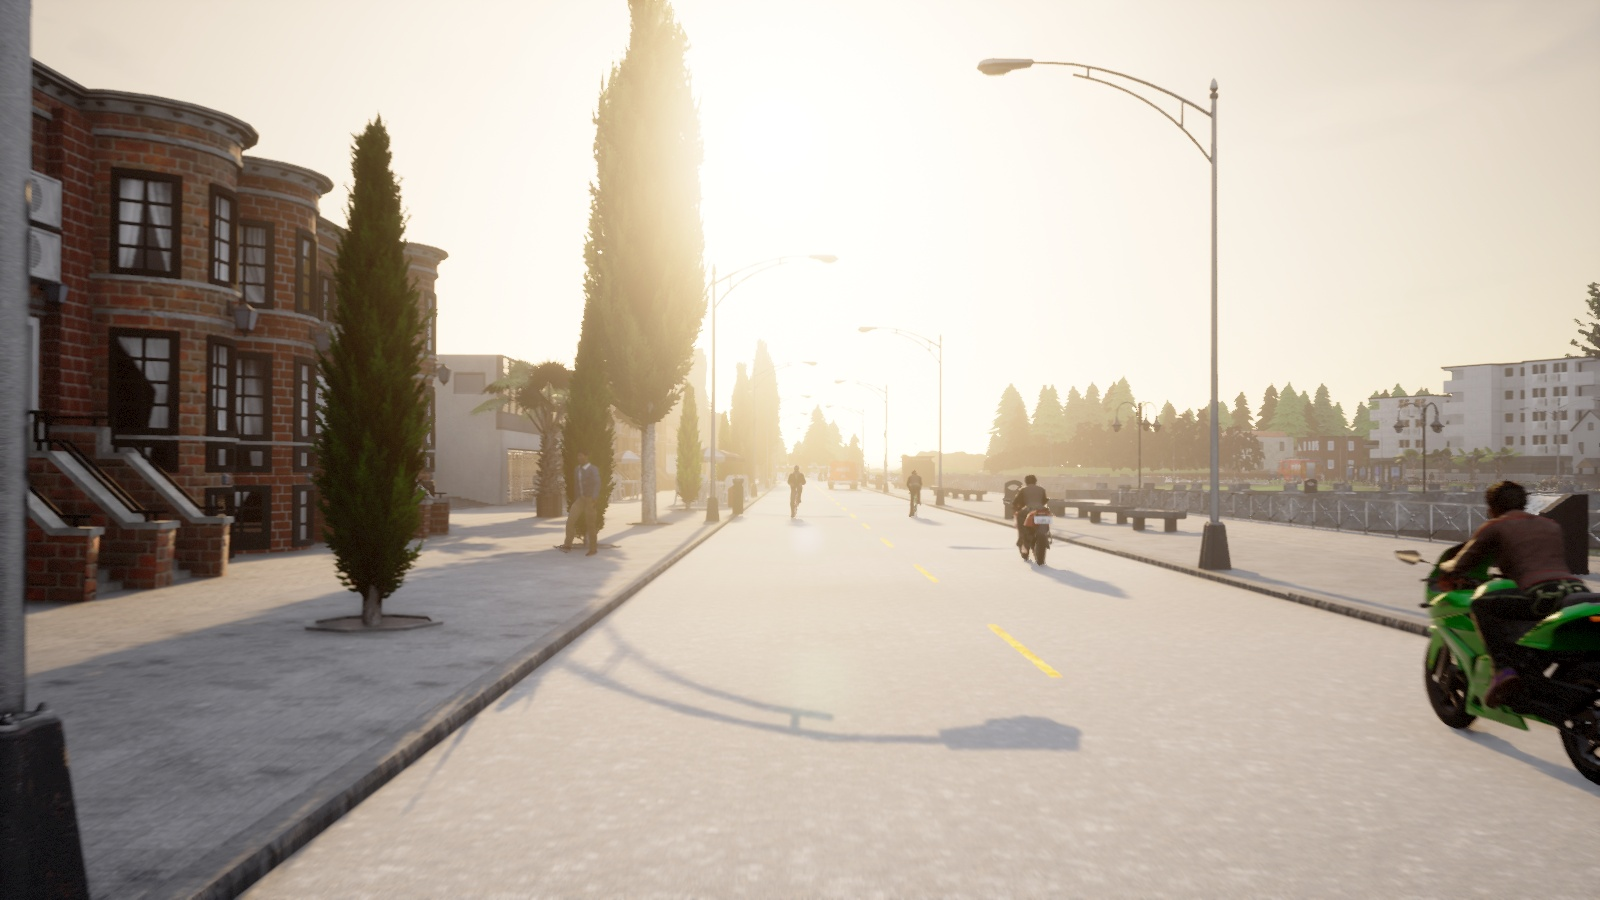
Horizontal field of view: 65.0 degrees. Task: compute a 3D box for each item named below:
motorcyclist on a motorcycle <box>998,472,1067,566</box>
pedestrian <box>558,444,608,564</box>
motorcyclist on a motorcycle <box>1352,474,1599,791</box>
[{"bbox_3d":[3.943,1.140,21.452,0.797,1.523,2.044,0,-1,0],"label":"motorcyclist on a motorcycle"},{"bbox_3d":[-3.617,0.890,20.963,0.423,1.949,0.788,-1,-1,30],"label":"pedestrian"},{"bbox_3d":[3.980,0.900,7.098,0.797,1.523,2.044,0,-1,0],"label":"motorcyclist on a motorcycle"}]
